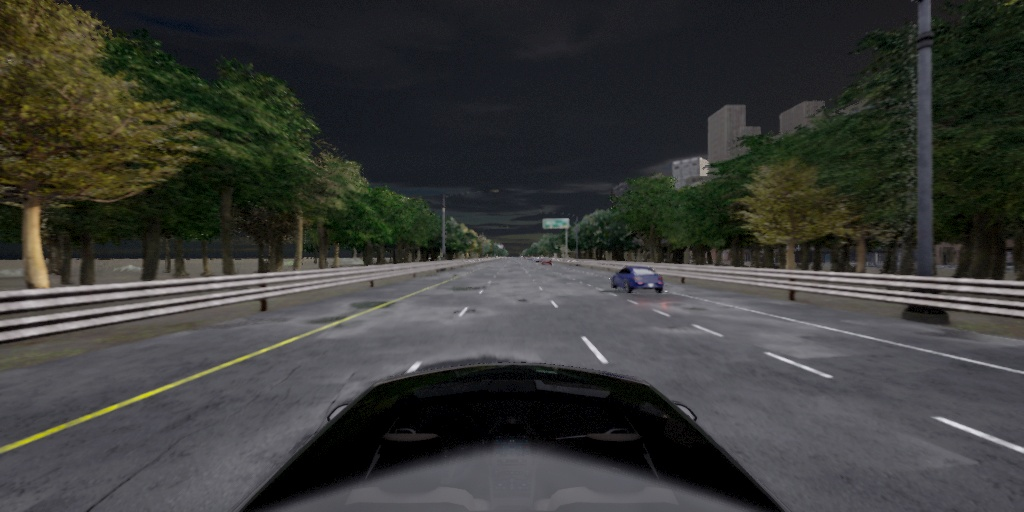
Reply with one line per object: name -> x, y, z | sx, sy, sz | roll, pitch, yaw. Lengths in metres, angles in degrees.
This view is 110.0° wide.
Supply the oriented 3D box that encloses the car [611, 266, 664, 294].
car -> 7.021, 1.287, 20.414 | 1.812, 1.442, 4.674 | 0, 0, 0
